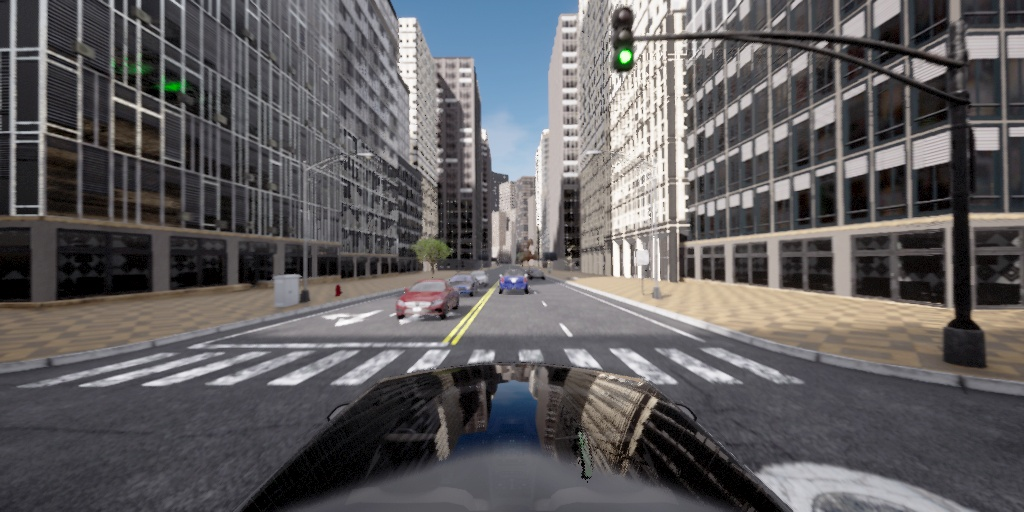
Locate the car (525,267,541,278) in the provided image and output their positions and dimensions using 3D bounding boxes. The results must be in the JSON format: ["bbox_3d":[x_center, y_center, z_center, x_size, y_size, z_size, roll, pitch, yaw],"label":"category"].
[{"bbox_3d":[3.297,2.607,56.842,2.128,1.511,4.902,-1,-1,0],"label":"car"}]

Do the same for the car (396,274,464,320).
[{"bbox_3d":[-3.324,1.672,14.895,1.812,1.442,4.674,-1,-1,0],"label":"car"}]

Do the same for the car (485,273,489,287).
[{"bbox_3d":[-3.237,2.158,34.550,1.812,1.442,4.674,-1,-1,1],"label":"car"}]

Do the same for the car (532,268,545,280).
[{"bbox_3d":[3.288,2.450,47.405,1.994,1.385,4.181,-1,-1,0],"label":"car"}]

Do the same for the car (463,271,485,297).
[{"bbox_3d":[-3.309,1.934,24.579,2.033,1.411,5.357,-1,-1,0],"label":"car"}]

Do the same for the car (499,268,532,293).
[{"bbox_3d":[0.117,1.759,26.726,2.097,1.767,4.553,-1,-1,0],"label":"car"}]
